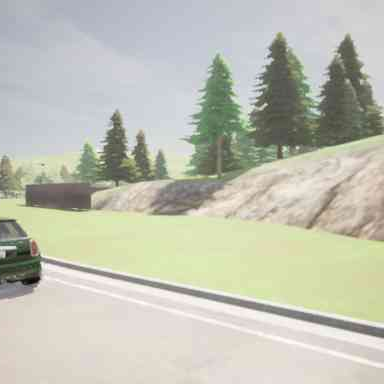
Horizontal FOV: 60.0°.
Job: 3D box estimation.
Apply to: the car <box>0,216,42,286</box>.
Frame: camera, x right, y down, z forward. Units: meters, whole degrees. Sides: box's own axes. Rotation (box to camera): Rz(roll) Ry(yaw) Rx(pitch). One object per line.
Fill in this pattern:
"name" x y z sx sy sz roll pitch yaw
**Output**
"car" -5.714 1.343 8.298 4.553 1.767 2.097 0 0 39
